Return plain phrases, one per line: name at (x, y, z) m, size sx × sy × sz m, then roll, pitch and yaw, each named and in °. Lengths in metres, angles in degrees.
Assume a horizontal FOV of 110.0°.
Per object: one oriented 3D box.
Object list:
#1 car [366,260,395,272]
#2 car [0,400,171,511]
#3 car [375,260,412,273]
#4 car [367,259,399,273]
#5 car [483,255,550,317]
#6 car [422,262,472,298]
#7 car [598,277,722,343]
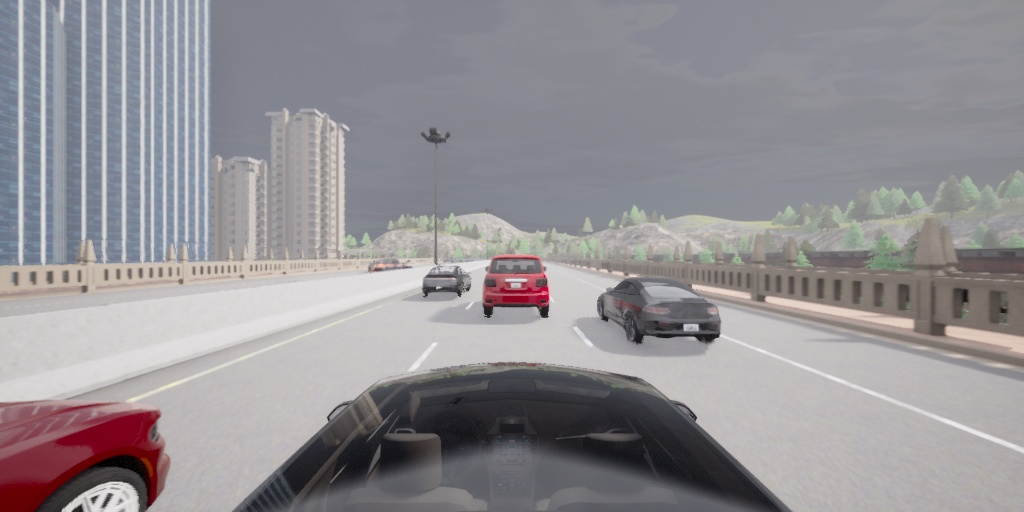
car at (-16.697, 1.259, 45.753) m, size 1.837 × 1.490 × 4.892 m, roll 0°, pitch -1°, yaw 2°
car at (-3.400, 1.228, 0.493) m, size 1.882 × 1.535 × 5.008 m, roll 0°, pitch 0°, yaw 0°
car at (-10.111, 1.315, 31.726) m, size 1.994 × 1.385 × 4.181 m, roll 0°, pitch 0°, yaw 2°
car at (-13.408, 1.104, 38.697) m, size 2.097 × 1.767 × 4.553 m, roll 0°, pitch 0°, yaw 2°
car at (0.154, 0.972, 13.403) m, size 2.150 × 2.045 × 5.566 m, roll 0°, pitch 0°, yaw 1°
car at (-3.249, 1.242, 18.583) m, size 2.128 × 1.511 × 4.902 m, roll 0°, pitch 0°, yaw 1°
car at (3.619, 1.276, 9.514) m, size 1.812 × 1.442 × 4.674 m, roll 0°, pitch 0°, yaw 0°
